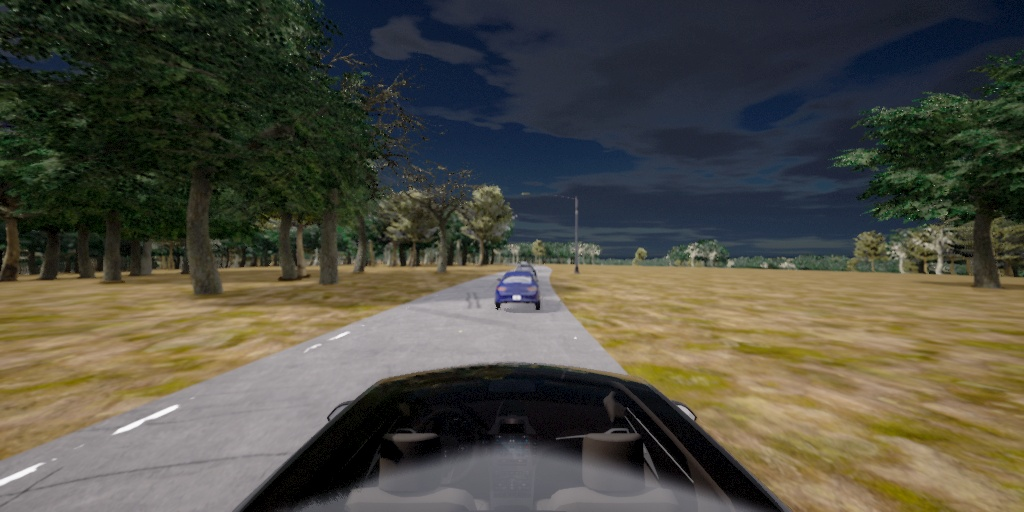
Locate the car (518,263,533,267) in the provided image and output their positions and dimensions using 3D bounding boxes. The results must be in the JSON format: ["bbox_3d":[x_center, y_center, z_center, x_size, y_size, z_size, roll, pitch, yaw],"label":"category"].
[{"bbox_3d":[1.099,1.499,29.174,2.033,1.411,5.357,0,0,5],"label":"car"}]

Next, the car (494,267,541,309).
[{"bbox_3d":[0.297,1.392,15.635,1.812,1.442,4.674,0,0,3],"label":"car"}]
